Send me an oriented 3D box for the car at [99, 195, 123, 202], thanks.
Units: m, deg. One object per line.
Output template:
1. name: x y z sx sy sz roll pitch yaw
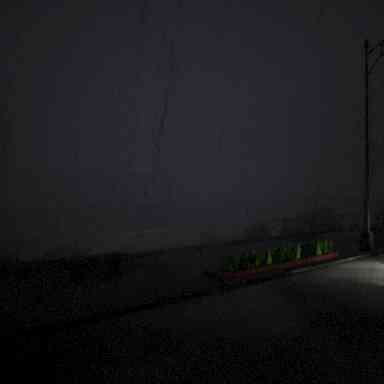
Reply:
1. car: -16.637 1.344 68.371 4.892 1.490 1.837 0 0 -36
